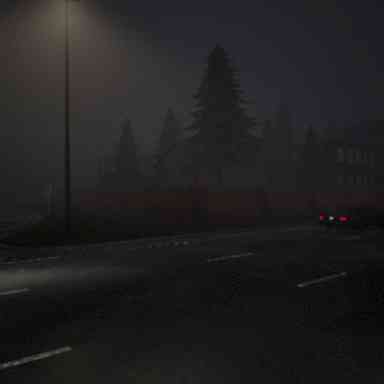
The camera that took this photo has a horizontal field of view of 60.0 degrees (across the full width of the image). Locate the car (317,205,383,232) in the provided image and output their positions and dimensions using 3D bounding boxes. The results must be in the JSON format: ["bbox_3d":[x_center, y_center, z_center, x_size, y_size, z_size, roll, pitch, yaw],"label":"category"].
[{"bbox_3d":[9.423,1.431,19.071,5.357,1.411,2.033,0,0,-36],"label":"car"}]
